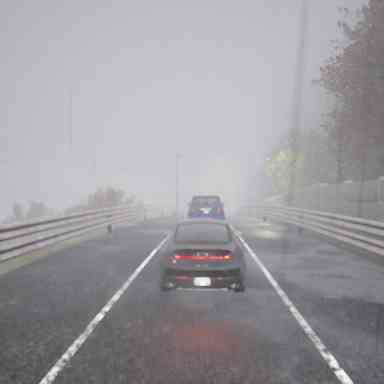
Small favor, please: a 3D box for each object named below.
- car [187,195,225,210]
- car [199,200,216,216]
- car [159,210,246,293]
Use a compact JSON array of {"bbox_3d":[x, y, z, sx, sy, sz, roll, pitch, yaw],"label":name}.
[{"bbox_3d":[0.851,1.227,20.670,2.150,2.045,5.566,0,-1,2],"label":"car"},{"bbox_3d":[2.250,2.300,46.810,2.150,2.045,5.566,0,-3,5],"label":"car"},{"bbox_3d":[0.278,1.437,8.683,1.837,1.490,4.892,0,0,2],"label":"car"}]
